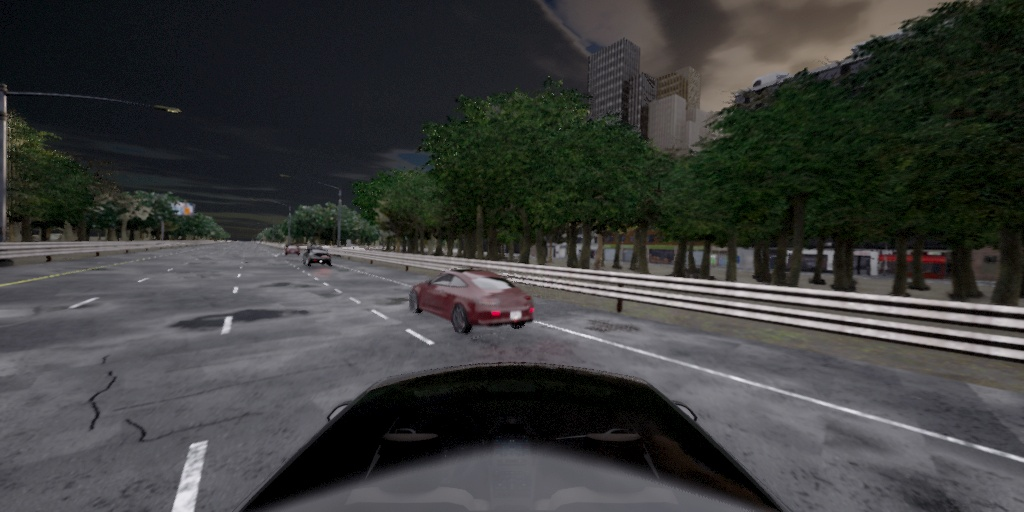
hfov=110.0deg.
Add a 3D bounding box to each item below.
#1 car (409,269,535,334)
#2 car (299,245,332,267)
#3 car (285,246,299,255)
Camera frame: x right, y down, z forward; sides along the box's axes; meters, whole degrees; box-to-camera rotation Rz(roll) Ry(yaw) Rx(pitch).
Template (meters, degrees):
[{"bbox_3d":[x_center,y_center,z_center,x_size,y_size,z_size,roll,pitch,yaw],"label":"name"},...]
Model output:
[{"bbox_3d":[-1.269,1.088,9.953,1.812,1.442,4.674,1,1,-36],"label":"car"},{"bbox_3d":[-17.280,0.108,31.715,1.837,1.490,4.892,1,1,-36],"label":"car"},{"bbox_3d":[-33.853,-0.896,55.449,1.812,1.442,4.674,1,1,-29],"label":"car"}]
